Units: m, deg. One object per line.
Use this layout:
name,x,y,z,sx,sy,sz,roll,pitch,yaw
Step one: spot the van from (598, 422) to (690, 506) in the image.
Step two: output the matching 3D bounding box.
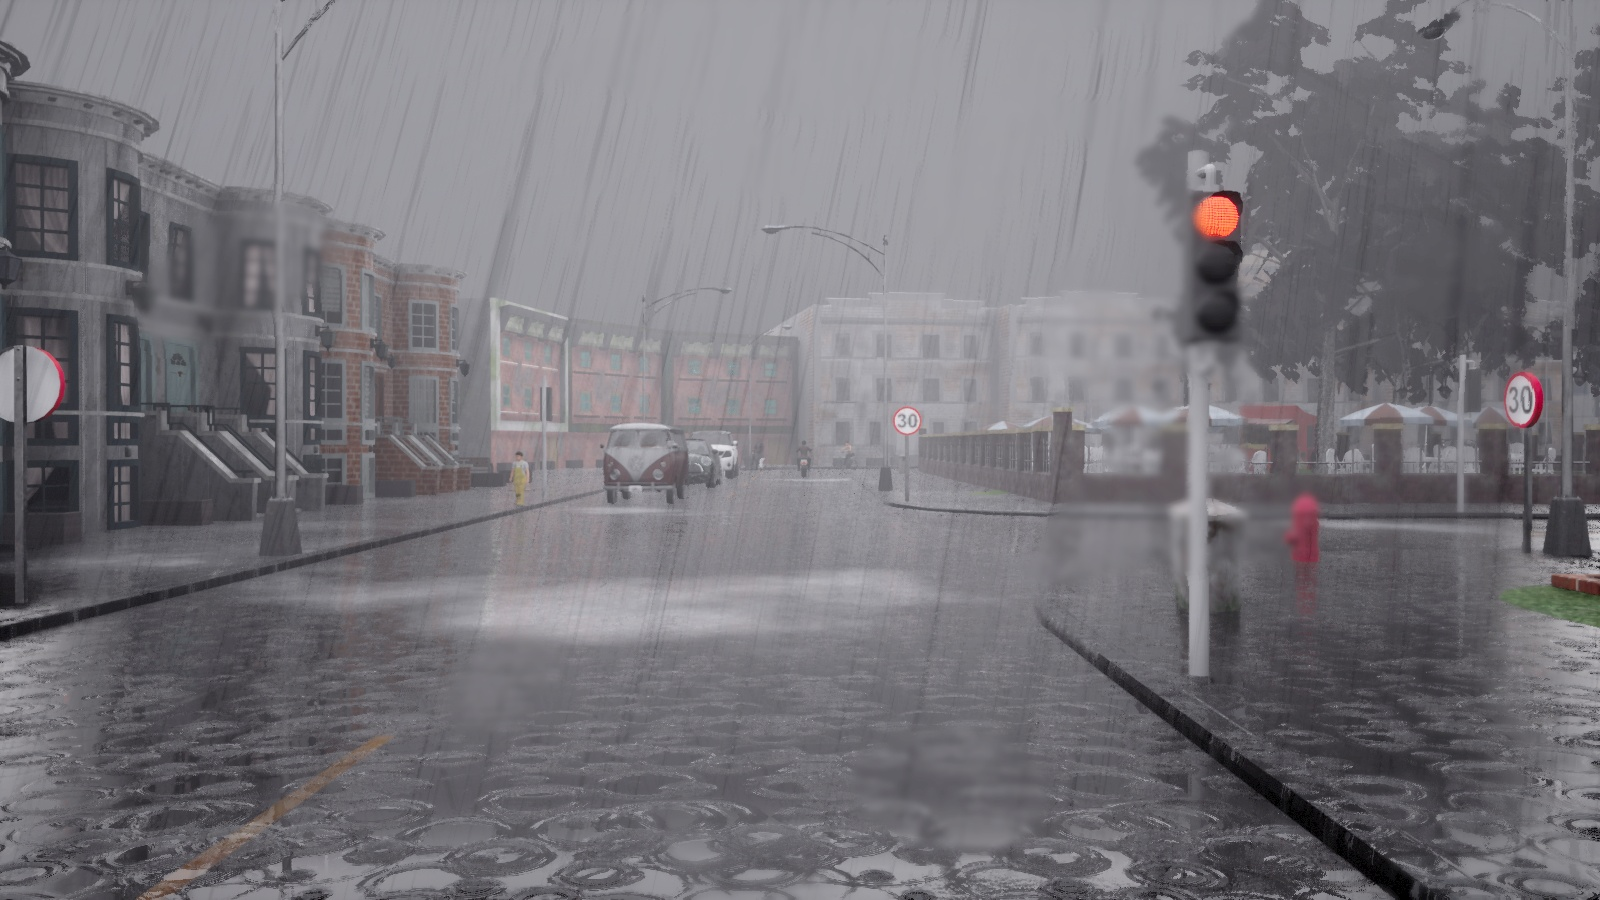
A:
van,-3.885,0.316,31.901,1.775,1.987,4.442,0,0,0

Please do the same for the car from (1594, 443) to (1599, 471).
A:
car,45.081,0.380,67.495,3.705,1.549,1.789,0,0,0

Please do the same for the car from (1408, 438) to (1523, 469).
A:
car,35.729,0.173,67.509,5.027,1.651,2.152,0,0,0

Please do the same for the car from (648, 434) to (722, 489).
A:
car,-3.857,0.360,42.815,2.097,1.767,4.553,0,0,0

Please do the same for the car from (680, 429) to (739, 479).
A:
car,-3.856,0.155,54.292,2.150,2.045,5.566,0,0,0

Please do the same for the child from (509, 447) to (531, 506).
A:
child,-6.117,0.576,27.435,0.270,1.263,0.437,0,0,21
